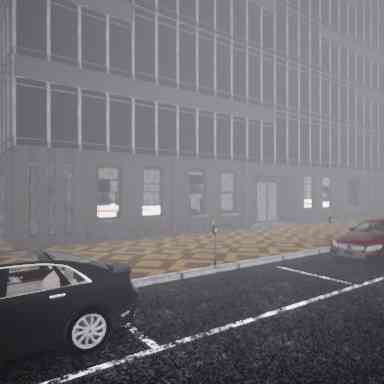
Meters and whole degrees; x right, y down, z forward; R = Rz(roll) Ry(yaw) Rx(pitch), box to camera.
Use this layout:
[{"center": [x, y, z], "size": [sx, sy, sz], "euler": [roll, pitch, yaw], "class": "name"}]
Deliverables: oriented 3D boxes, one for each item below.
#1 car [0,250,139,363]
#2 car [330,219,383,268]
[{"center": [-2.892, 1.551, 4.497], "size": [4.403, 1.369, 2.008], "euler": [0, 0, -36], "class": "car"}, {"center": [6.367, 1.575, 11.121], "size": [4.206, 1.307, 1.802], "euler": [0, 0, -36], "class": "car"}]
